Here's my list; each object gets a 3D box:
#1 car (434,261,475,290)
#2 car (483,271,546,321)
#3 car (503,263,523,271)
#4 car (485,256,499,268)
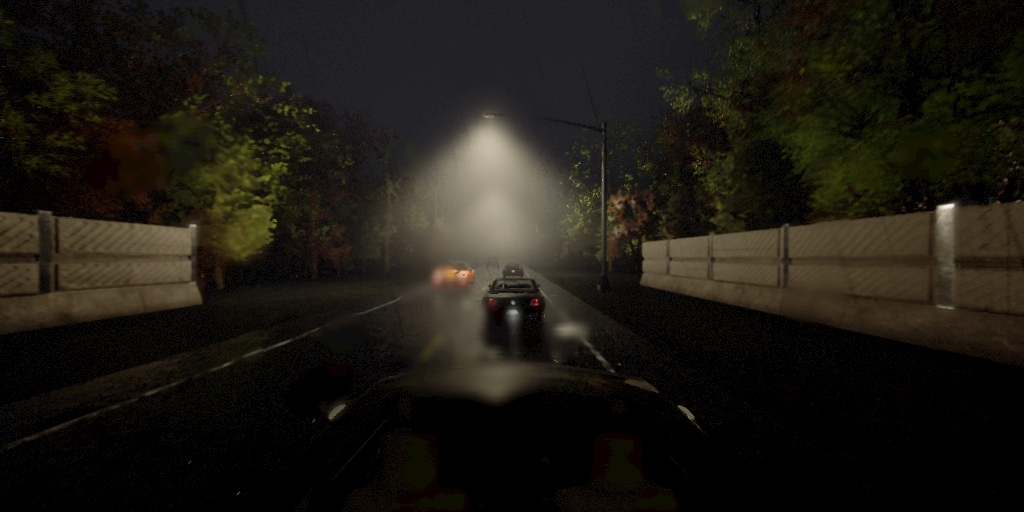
[{"bbox_3d":[-3.583,1.149,23.046,2.097,1.767,4.553,0,0,0],"label":"car"},{"bbox_3d":[0.082,1.385,12.711,1.895,1.301,4.718,-1,0,0],"label":"car"},{"bbox_3d":[0.114,1.399,35.300,1.994,1.385,4.181,0,0,0],"label":"car"},{"bbox_3d":[-3.497,1.094,64.289,2.150,2.045,5.566,0,0,1],"label":"car"}]
